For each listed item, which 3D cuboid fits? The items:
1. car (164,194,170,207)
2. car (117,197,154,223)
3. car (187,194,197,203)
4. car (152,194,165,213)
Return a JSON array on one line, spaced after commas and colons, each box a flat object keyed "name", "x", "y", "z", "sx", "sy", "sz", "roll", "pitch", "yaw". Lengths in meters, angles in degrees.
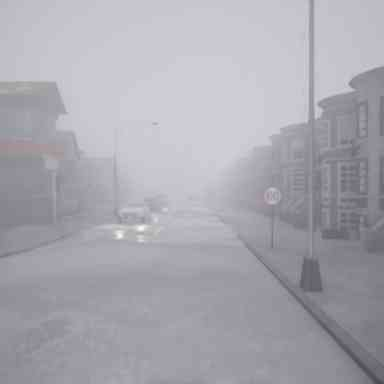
[{"name": "car", "x": -4.048, "y": 1.031, "z": 43.020, "sx": 2.097, "sy": 1.767, "sz": 4.553, "roll": 0, "pitch": 0, "yaw": 0}, {"name": "car", "x": -4.093, "y": 1.346, "z": 24.043, "sx": 1.812, "sy": 1.442, "sz": 4.674, "roll": 0, "pitch": 0, "yaw": -1}, {"name": "car", "x": 0.032, "y": 1.110, "z": 58.692, "sx": 2.033, "sy": 1.411, "sz": 5.357, "roll": 0, "pitch": 0, "yaw": 0}, {"name": "car", "x": -4.081, "y": 1.256, "z": 33.229, "sx": 1.837, "sy": 1.490, "sz": 4.892, "roll": 0, "pitch": 0, "yaw": 0}]
